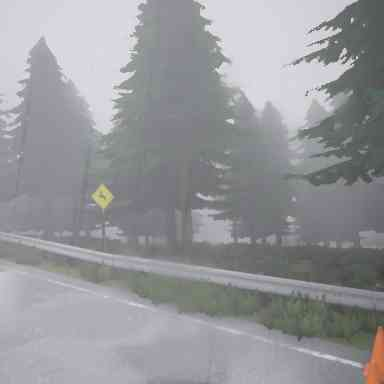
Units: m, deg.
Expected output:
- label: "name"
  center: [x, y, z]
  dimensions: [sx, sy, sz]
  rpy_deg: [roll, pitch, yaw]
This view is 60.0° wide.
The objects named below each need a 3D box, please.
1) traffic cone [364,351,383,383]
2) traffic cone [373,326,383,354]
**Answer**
- label: "traffic cone"
  center: [1.786, 1.956, 3.269]
  dimensions: [0.340, 0.580, 0.340]
  rpy_deg: [0, 0, 33]
- label: "traffic cone"
  center: [2.330, 1.956, 4.106]
  dimensions: [0.340, 0.580, 0.340]
  rpy_deg: [0, 0, 34]
